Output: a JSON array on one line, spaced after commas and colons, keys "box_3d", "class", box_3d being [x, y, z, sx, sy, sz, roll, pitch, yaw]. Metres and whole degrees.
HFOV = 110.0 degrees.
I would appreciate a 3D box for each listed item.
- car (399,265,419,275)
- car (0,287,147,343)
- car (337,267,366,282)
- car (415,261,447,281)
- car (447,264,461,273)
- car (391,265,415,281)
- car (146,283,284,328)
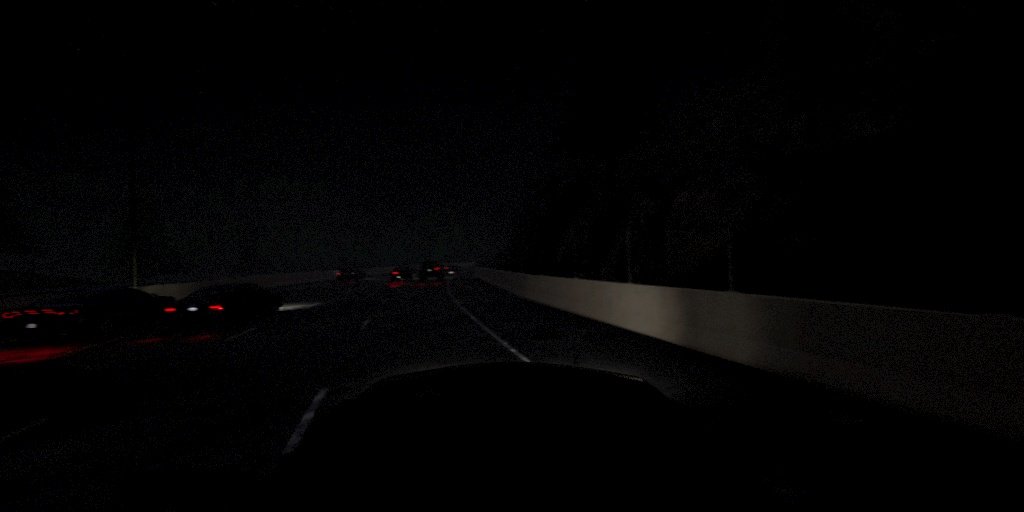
[{"box_3d": [-16.859, 2.257, 58.947, 1.882, 1.535, 5.008, -3, -1, 0], "class": "car"}, {"box_3d": [-13.891, 1.806, 12.281, 1.882, 1.535, 5.008, -2, 0, -15], "class": "car"}, {"box_3d": [-19.447, 2.111, 43.641, 2.097, 1.767, 4.553, -2, 0, -5], "class": "car"}, {"box_3d": [-8.527, 1.547, 38.334, 2.150, 2.045, 5.566, -2, 0, -6], "class": "car"}, {"box_3d": [-9.825, 2.095, 59.826, 1.994, 1.385, 4.181, -2, 0, 0], "class": "car"}, {"box_3d": [-12.093, 1.971, 39.833, 1.837, 1.490, 4.892, -3, 0, -6], "class": "car"}, {"box_3d": [-10.738, 1.774, 13.820, 2.033, 1.411, 5.357, -2, 0, -14], "class": "car"}]
